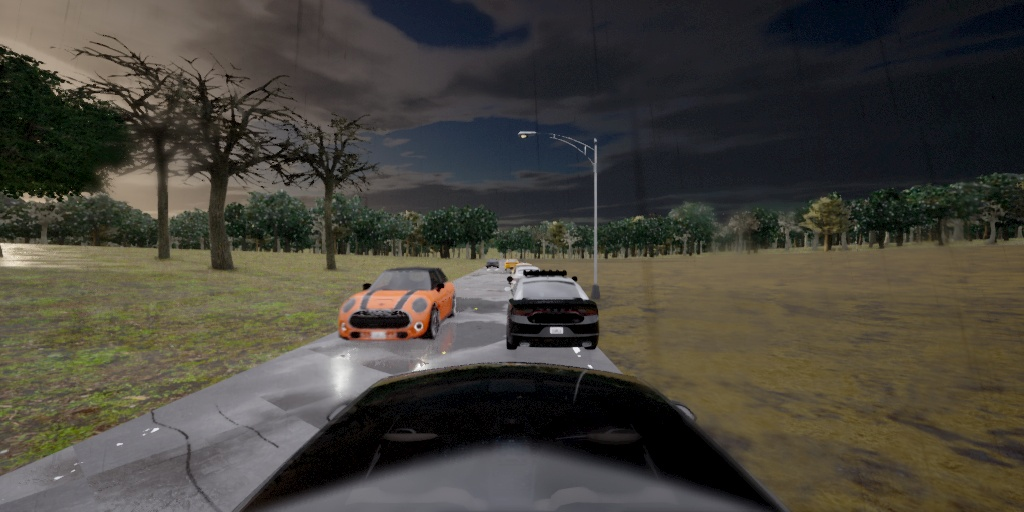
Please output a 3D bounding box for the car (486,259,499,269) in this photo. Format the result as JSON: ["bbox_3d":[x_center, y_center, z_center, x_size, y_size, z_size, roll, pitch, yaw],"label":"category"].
[{"bbox_3d":[-2.855,1.190,53.503,2.033,1.411,5.357,0,0,0],"label":"car"}]

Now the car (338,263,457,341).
[{"bbox_3d":[-2.852,1.096,9.896,2.097,1.767,4.553,0,0,0],"label":"car"}]

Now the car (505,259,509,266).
[{"bbox_3d":[0.028,1.139,48.502,1.882,1.535,5.008,0,0,0],"label":"car"}]

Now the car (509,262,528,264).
[{"bbox_3d":[0.822,1.259,19.103,1.812,1.442,4.674,0,0,0],"label":"car"}]

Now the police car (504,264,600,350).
[{"bbox_3d":[0.823,1.170,9.213,1.930,1.638,5.238,0,0,0],"label":"police car"}]

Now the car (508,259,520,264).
[{"bbox_3d":[0.820,1.179,25.293,1.801,1.575,5.366,0,0,0],"label":"car"}]
